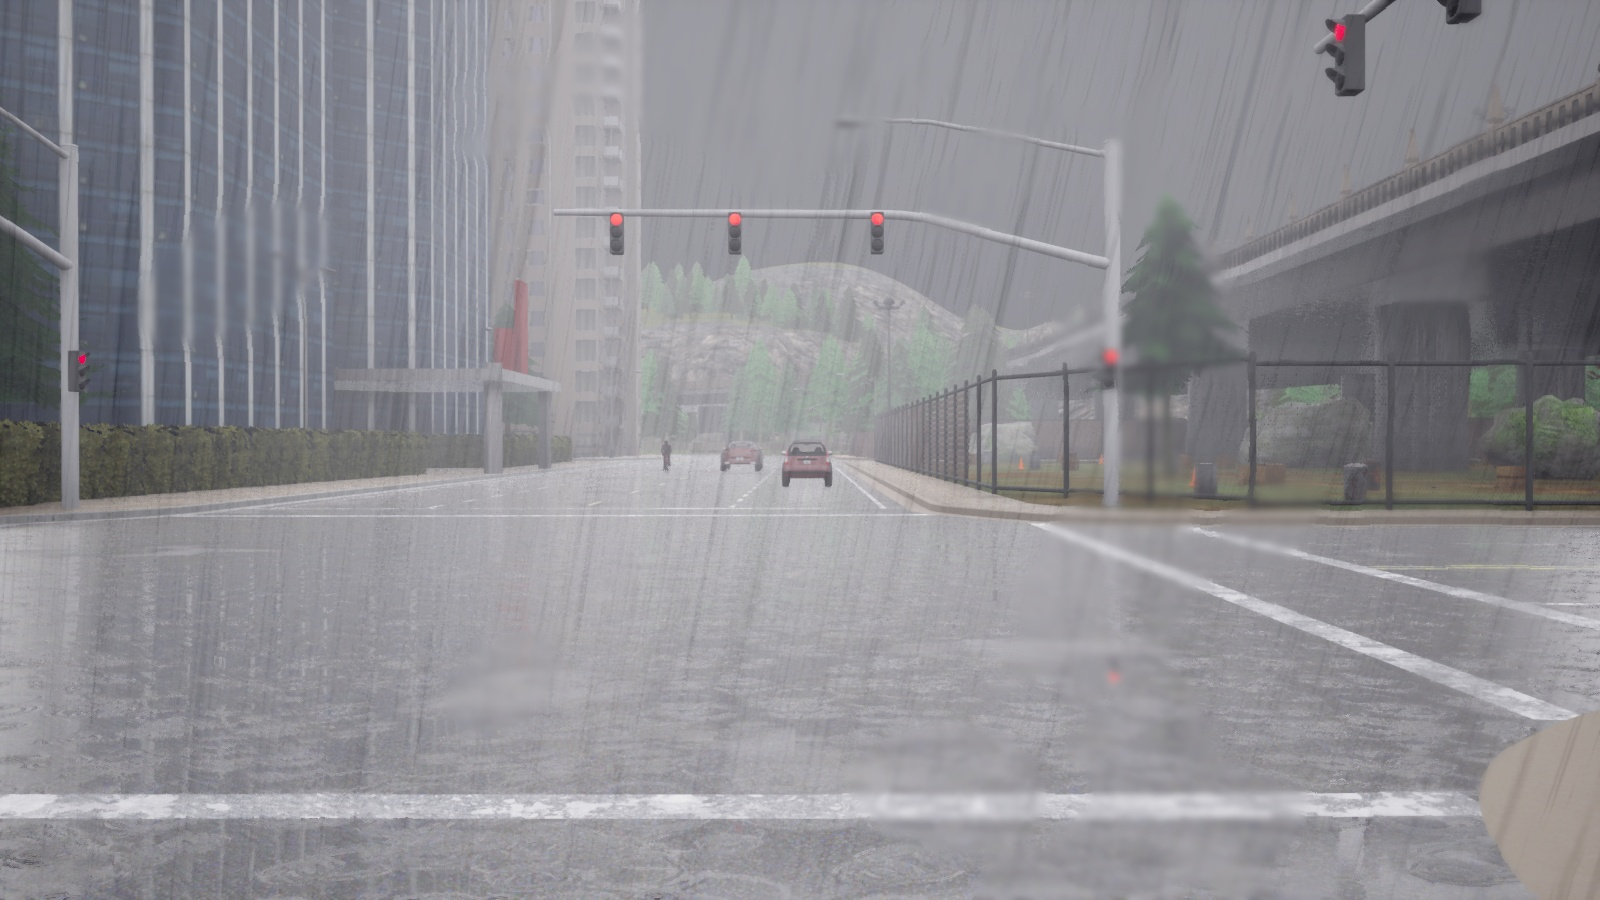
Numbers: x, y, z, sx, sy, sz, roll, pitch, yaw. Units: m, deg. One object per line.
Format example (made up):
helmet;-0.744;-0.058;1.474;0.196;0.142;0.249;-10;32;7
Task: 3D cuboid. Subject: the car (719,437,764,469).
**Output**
car;-3.128;0.138;68.219;2.152;1.651;5.027;0;0;0

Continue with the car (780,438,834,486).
car;0.248;0.393;44.620;1.851;1.617;3.988;0;0;0
